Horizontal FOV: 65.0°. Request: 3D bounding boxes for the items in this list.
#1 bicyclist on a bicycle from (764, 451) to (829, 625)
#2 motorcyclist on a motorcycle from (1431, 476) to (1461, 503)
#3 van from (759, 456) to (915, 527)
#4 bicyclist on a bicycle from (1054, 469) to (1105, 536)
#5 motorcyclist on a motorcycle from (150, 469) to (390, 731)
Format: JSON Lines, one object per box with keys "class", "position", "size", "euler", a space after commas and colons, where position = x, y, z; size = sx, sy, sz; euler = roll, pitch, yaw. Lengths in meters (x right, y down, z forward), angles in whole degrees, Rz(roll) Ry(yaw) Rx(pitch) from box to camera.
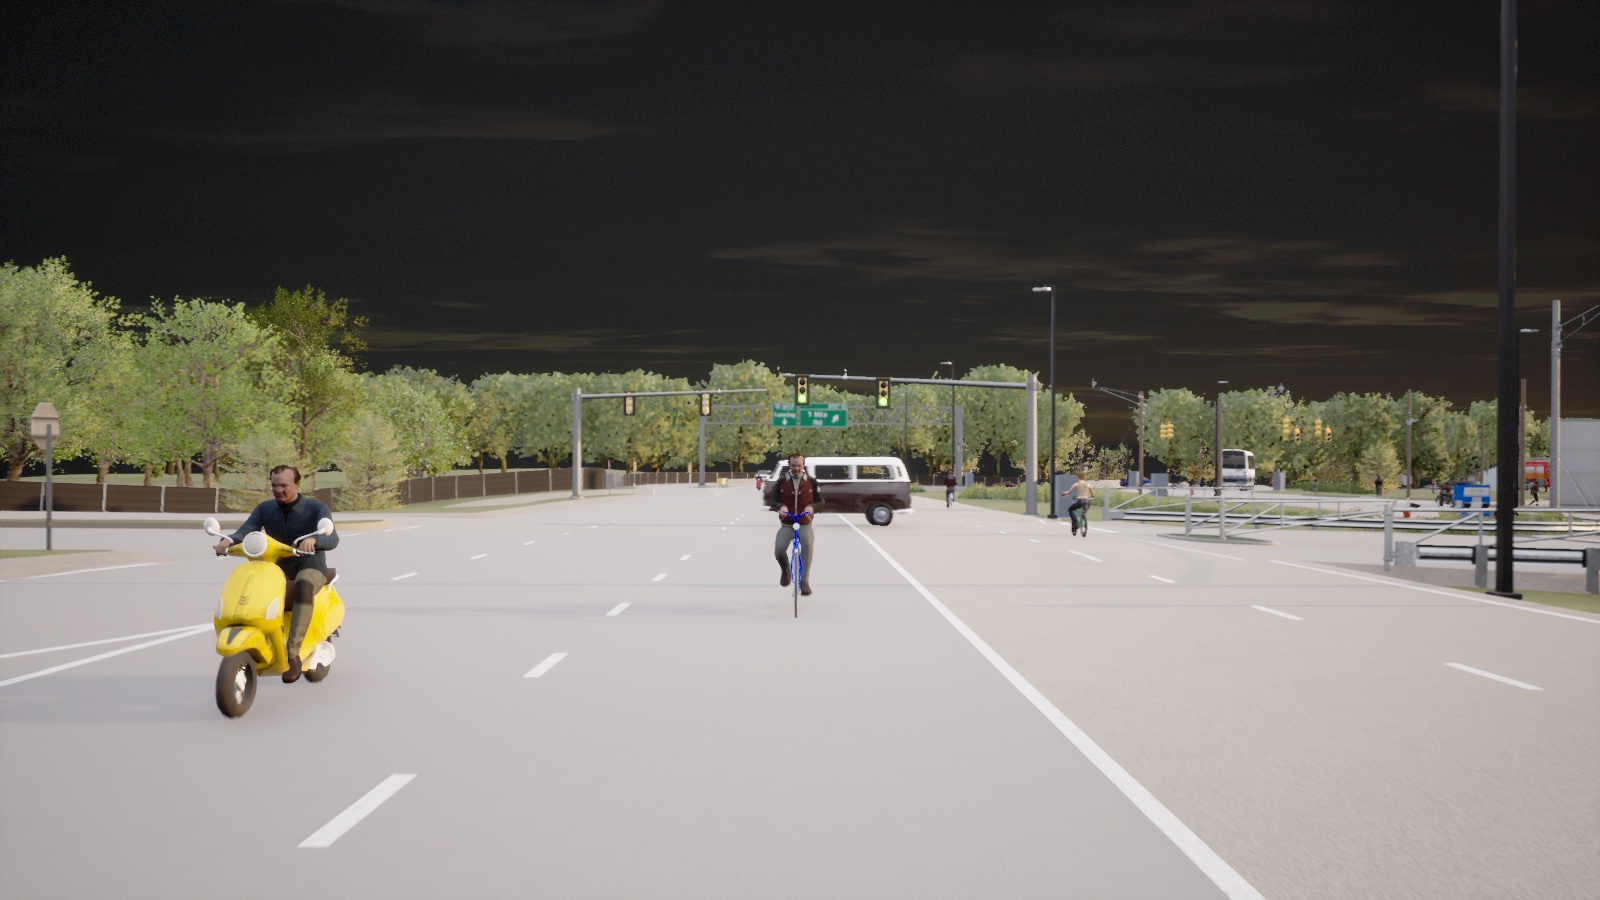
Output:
{"class": "bicyclist on a bicycle", "position": [-0.034, 0.916, 13.787], "size": [0.659, 1.776, 1.843], "euler": [0, -1, 0]}
{"class": "motorcyclist on a motorcycle", "position": [41.537, 2.522, 80.786], "size": [0.766, 1.649, 2.350], "euler": [0, -1, 1]}
{"class": "van", "position": [1.034, 1.213, 37.227], "size": [4.480, 2.038, 2.069], "euler": [0, -2, -1]}
{"class": "bicyclist on a bicycle", "position": [6.975, 1.309, 31.419], "size": [0.866, 1.612, 1.509], "euler": [2, -2, -2]}
{"class": "motorcyclist on a motorcycle", "position": [-3.521, 0.924, 8.547], "size": [0.866, 1.590, 1.817], "euler": [0, -1, 0]}
